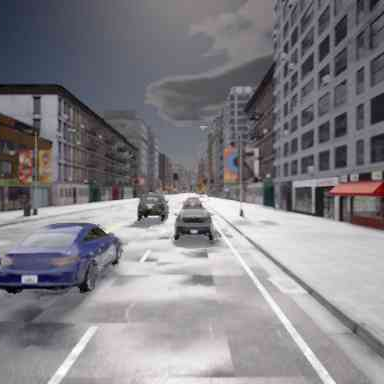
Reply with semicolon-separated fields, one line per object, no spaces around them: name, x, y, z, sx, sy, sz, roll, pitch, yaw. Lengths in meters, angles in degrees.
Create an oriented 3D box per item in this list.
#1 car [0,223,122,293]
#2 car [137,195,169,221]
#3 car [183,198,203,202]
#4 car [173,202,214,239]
car;-3.151;1.529;8.755;1.812;1.442;4.674;0;0;0
car;-3.161;1.233;27.670;2.150;2.045;5.566;0;0;0
car;0.084;1.370;35.663;2.097;1.767;4.553;0;0;0
car;0.093;1.511;17.203;1.837;1.490;4.892;0;0;0
